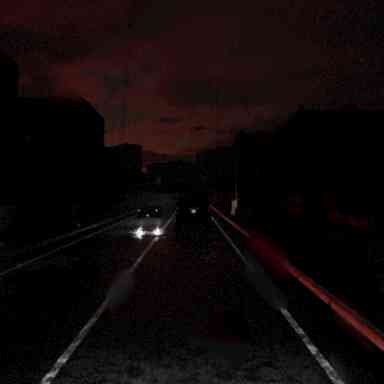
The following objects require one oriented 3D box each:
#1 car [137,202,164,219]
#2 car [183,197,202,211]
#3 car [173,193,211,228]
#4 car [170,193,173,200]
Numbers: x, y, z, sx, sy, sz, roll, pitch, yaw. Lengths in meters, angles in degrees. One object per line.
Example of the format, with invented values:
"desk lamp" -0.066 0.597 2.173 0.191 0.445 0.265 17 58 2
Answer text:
"car" -3.614 1.590 29.352 1.895 1.301 4.718 0 0 0
"car" 0.068 1.435 41.266 2.128 1.511 4.902 0 0 0
"car" 0.096 1.214 22.046 2.150 2.045 5.566 0 0 0
"car" -3.574 0.939 70.081 1.882 1.535 5.008 0 1 0
